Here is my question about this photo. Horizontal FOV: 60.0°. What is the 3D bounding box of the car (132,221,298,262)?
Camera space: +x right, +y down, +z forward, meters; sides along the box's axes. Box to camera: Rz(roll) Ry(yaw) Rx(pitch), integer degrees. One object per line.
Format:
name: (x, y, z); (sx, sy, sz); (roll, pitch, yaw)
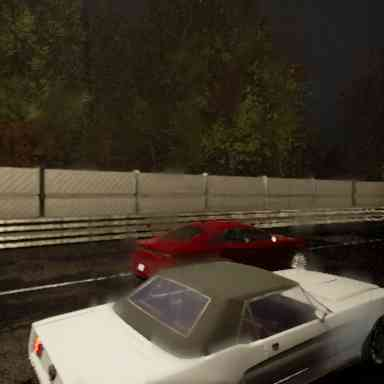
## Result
car: (0.947, 1.477, 8.550); (5.008, 1.535, 1.882); (0, 0, -34)

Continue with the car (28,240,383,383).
car: (0.692, 1.599, 4.154); (4.718, 1.301, 1.895); (0, 0, -35)
